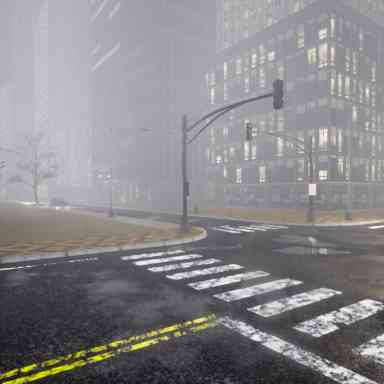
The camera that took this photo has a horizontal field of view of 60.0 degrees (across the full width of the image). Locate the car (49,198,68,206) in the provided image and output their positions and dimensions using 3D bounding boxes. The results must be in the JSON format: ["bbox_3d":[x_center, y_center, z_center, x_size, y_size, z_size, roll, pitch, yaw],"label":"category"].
[{"bbox_3d":[-21.749,1.606,54.191,1.895,1.301,4.718,0,0,-35],"label":"car"}]
